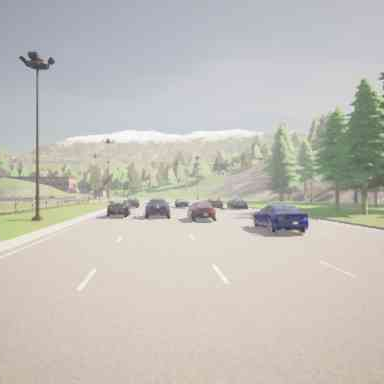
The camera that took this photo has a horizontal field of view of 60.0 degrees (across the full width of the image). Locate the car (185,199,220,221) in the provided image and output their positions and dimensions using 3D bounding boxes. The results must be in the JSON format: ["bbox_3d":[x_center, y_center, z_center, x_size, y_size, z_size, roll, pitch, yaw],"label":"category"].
[{"bbox_3d":[0.757,1.515,26.853,1.812,1.442,4.674,0,0,-6],"label":"car"}]

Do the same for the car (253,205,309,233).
[{"bbox_3d":[5.045,1.469,19.528,1.882,1.535,5.008,0,0,-6],"label":"car"}]

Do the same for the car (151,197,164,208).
[{"bbox_3d":[-5.002,1.507,47.903,1.812,1.442,4.674,0,0,-7],"label":"car"}]

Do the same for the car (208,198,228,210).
[{"bbox_3d":[2.697,1.475,41.788,2.128,1.511,4.902,0,0,-6],"label":"car"}]

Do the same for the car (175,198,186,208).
[{"bbox_3d":[-1.481,1.582,47.986,1.895,1.301,4.718,0,0,-6],"label":"car"}]

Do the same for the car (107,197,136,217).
[{"bbox_3d":[-6.699,1.479,30.811,2.128,1.511,4.902,0,0,-6],"label":"car"}]

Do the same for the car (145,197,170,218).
[{"bbox_3d":[-3.105,1.341,30.084,2.097,1.767,4.553,0,0,-6],"label":"car"}]

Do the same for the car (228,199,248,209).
[{"bbox_3d":[5.976,1.546,44.068,1.994,1.385,4.181,0,0,-6],"label":"car"}]

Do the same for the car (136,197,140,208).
[{"bbox_3d":[-8.381,1.473,46.671,2.128,1.511,4.902,0,0,-6],"label":"car"}]
